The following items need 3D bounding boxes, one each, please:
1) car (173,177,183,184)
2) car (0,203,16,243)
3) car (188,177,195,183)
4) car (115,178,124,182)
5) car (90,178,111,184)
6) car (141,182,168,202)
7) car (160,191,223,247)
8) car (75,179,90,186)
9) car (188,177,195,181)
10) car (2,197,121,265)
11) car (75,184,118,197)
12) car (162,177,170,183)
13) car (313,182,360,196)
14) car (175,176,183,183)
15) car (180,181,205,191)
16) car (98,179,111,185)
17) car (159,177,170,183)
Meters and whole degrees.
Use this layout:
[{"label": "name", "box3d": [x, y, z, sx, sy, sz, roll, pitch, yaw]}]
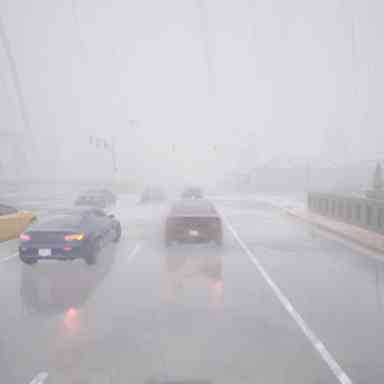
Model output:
[{"label": "car", "box3d": [-3.610, -2.664, 81.936, 2.033, 1.411, 5.357, 0, 3, 0]}, {"label": "car", "box3d": [-6.946, 1.037, 11.007, 1.882, 1.535, 5.008, 0, 3, 0]}, {"label": "car", "box3d": [-0.125, -3.376, 92.338, 1.882, 1.535, 5.008, 0, 3, 0]}, {"label": "car", "box3d": [-17.608, -2.644, 80.382, 1.882, 1.535, 5.008, 0, 3, 0]}, {"label": "car", "box3d": [-17.595, -1.909, 64.388, 2.097, 1.767, 4.553, 0, 3, 0]}, {"label": "car", "box3d": [-3.453, 0.101, 30.442, 1.994, 1.385, 4.181, 0, 3, 0]}, {"label": "car", "box3d": [0.060, 0.966, 12.432, 1.882, 1.535, 5.008, 0, 3, 0]}, {"label": "car", "box3d": [-21.092, -1.778, 64.270, 1.882, 1.535, 5.008, 0, 3, 0]}, {"label": "car", "box3d": [-0.111, -2.630, 82.390, 1.895, 1.301, 4.718, 0, 3, 0]}, {"label": "car", "box3d": [-3.448, 1.132, 10.102, 1.812, 1.442, 4.674, 0, 3, 0]}, {"label": "car", "box3d": [-6.966, 0.384, 24.788, 2.033, 1.411, 5.357, 0, 3, 0]}, {"label": "car", "box3d": [-7.125, -3.330, 92.331, 1.812, 1.442, 4.674, 0, 3, 0]}, {"label": "car", "box3d": [16.011, -0.308, 37.056, 4.892, 1.490, 1.837, 0, 3, 2]}, {"label": "car", "box3d": [-3.625, -3.497, 92.297, 2.097, 1.767, 4.553, 0, 3, 0]}, {"label": "car", "box3d": [0.046, 0.079, 29.739, 1.837, 1.490, 4.892, 0, 3, 0]}, {"label": "car", "box3d": [-21.108, -2.527, 80.394, 1.895, 1.301, 4.718, 0, 3, 0]}, {"label": "car", "box3d": [-7.112, -2.904, 83.140, 2.097, 1.767, 4.553, 0, 3, 0]}]
